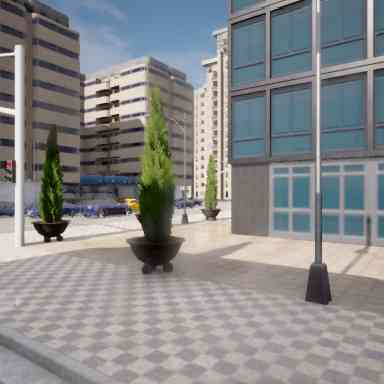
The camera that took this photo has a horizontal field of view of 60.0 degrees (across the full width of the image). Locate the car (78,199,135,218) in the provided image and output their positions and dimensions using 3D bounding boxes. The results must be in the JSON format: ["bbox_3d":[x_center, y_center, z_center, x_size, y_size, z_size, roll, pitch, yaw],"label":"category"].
[{"bbox_3d":[-7.708,1.407,30.743,2.097,1.767,4.553,0,0,36],"label":"car"}]

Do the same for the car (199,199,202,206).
[{"bbox_3d":[-0.087,1.581,53.851,1.812,1.442,4.674,0,0,36],"label":"car"}]

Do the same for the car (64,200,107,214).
[{"bbox_3d":[-11.859,1.619,37.292,1.994,1.385,4.181,0,0,35],"label":"car"}]

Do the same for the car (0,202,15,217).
[{"bbox_3d":[-17.191,1.603,29.760,2.033,1.411,5.357,0,0,35],"label":"car"}]

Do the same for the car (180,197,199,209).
[{"bbox_3d":[-1.442,1.581,45.927,1.812,1.442,4.674,0,0,35],"label":"car"}]

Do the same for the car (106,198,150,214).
[{"bbox_3d":[-7.216,1.533,37.795,1.882,1.535,5.008,0,0,35],"label":"car"}]

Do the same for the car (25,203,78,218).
[{"bbox_3d":[-12.535,1.581,30.244,1.812,1.442,4.674,0,0,35],"label":"car"}]
